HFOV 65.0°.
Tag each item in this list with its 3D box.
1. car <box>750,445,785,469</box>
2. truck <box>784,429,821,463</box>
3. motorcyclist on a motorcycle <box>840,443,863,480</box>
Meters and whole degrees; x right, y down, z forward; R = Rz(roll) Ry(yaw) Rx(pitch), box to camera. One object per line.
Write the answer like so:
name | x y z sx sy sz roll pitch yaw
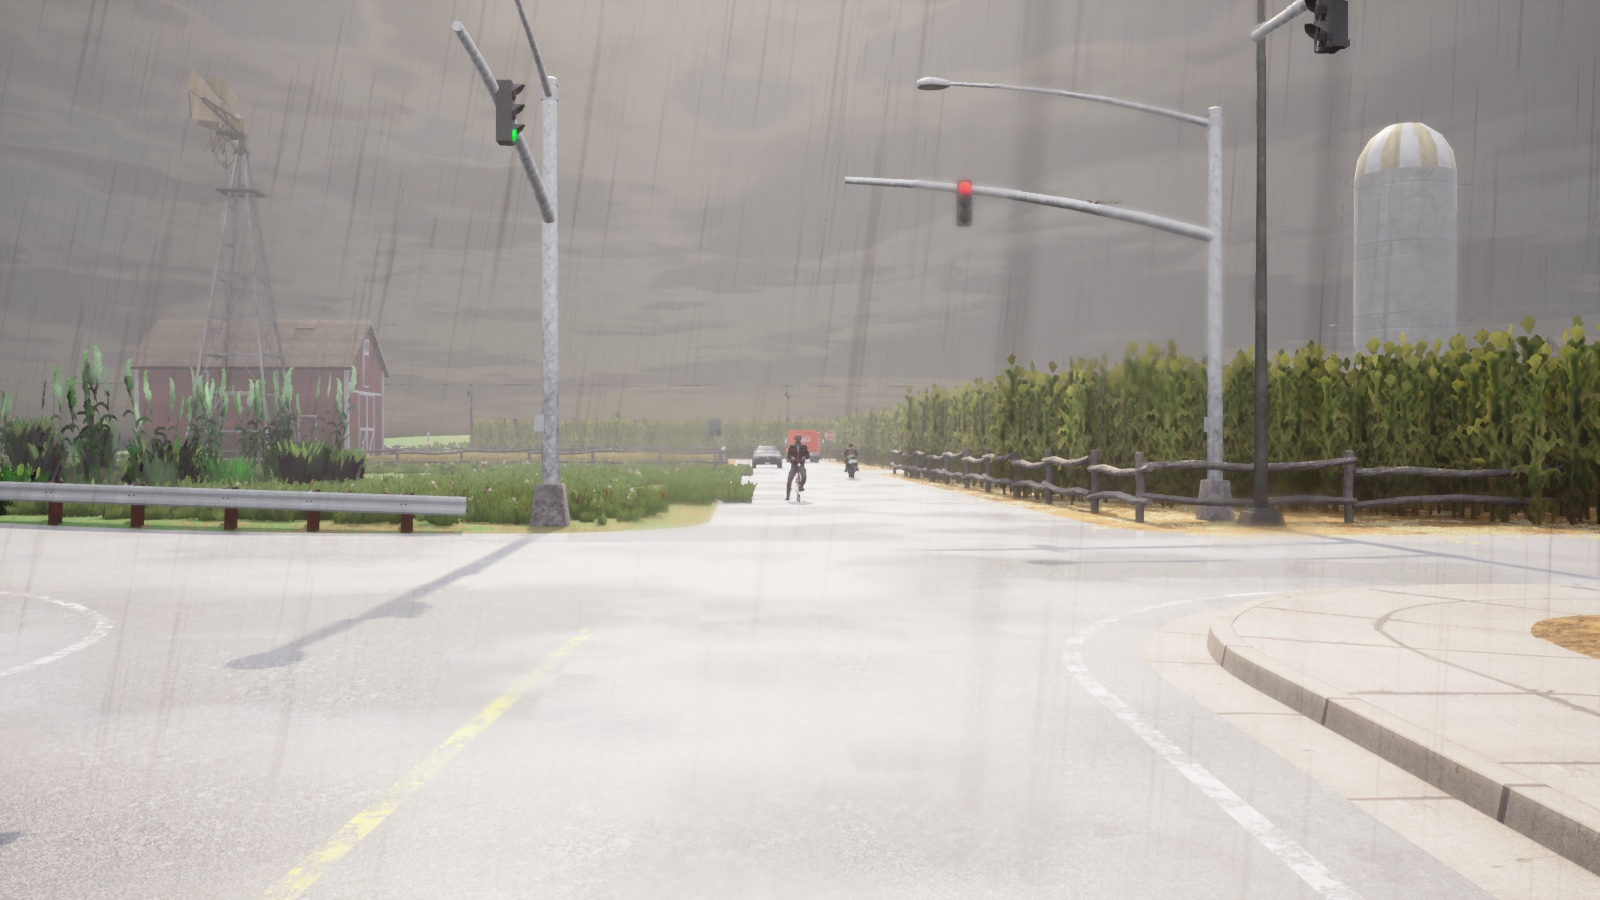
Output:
car | -2.025 0.394 76.618 2.033 1.411 5.357 0 0 -3
truck | 0.131 -0.277 97.798 2.627 2.467 5.204 0 -1 -3
motorcyclist on a motorcycle | 2.141 0.468 52.812 0.797 1.523 2.044 0 1 -3
